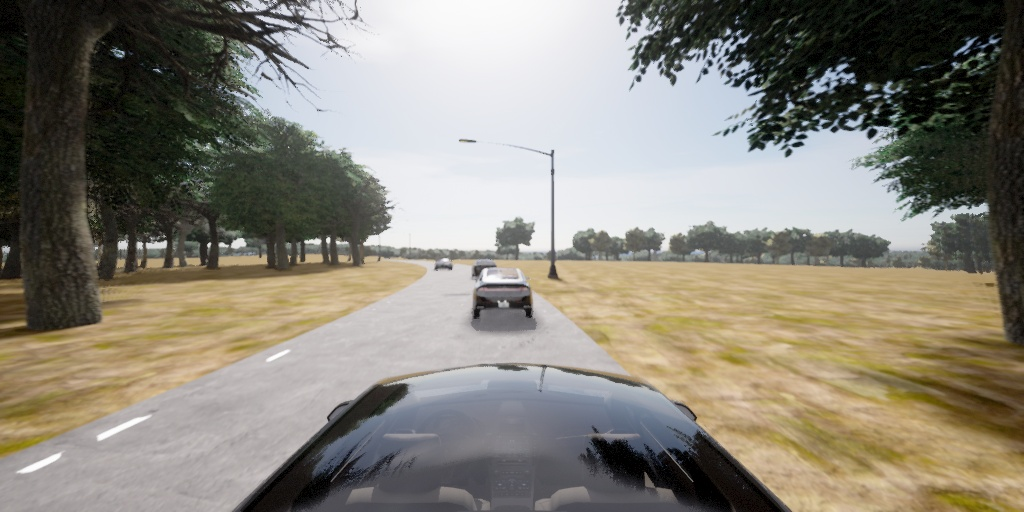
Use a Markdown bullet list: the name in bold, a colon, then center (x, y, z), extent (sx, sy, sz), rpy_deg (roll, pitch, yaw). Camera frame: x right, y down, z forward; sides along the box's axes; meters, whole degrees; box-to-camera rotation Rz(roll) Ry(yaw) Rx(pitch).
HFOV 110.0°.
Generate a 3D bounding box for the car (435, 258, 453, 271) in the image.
- **car**: center (-7.973, 0.979, 41.908), extent (1.994, 1.385, 4.181), rpy_deg (0, 1, -13)

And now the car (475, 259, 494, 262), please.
- **car**: center (-2.285, 0.986, 29.501), extent (1.882, 1.535, 5.008), rpy_deg (0, 1, -9)

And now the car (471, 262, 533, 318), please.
- **car**: center (-0.383, 1.146, 12.554), extent (2.128, 1.511, 4.902), rpy_deg (0, 1, -4)
